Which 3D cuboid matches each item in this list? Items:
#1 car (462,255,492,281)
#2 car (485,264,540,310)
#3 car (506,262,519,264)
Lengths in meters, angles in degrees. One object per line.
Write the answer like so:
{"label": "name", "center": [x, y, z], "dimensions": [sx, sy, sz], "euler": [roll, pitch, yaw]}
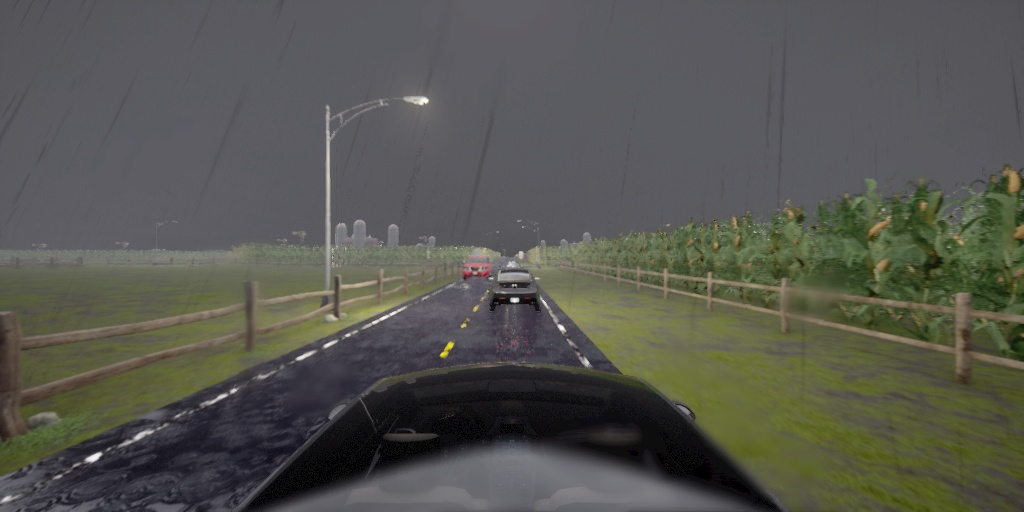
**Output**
{"label": "car", "center": [-2.852, 0.966, 30.466], "dimensions": [2.150, 2.045, 5.566], "euler": [0, 0, 0]}
{"label": "car", "center": [0.096, 1.254, 14.614], "dimensions": [1.837, 1.490, 4.892], "euler": [0, 0, 0]}
{"label": "car", "center": [0.093, 1.289, 36.294], "dimensions": [2.033, 1.411, 5.357], "euler": [0, 0, 0]}
